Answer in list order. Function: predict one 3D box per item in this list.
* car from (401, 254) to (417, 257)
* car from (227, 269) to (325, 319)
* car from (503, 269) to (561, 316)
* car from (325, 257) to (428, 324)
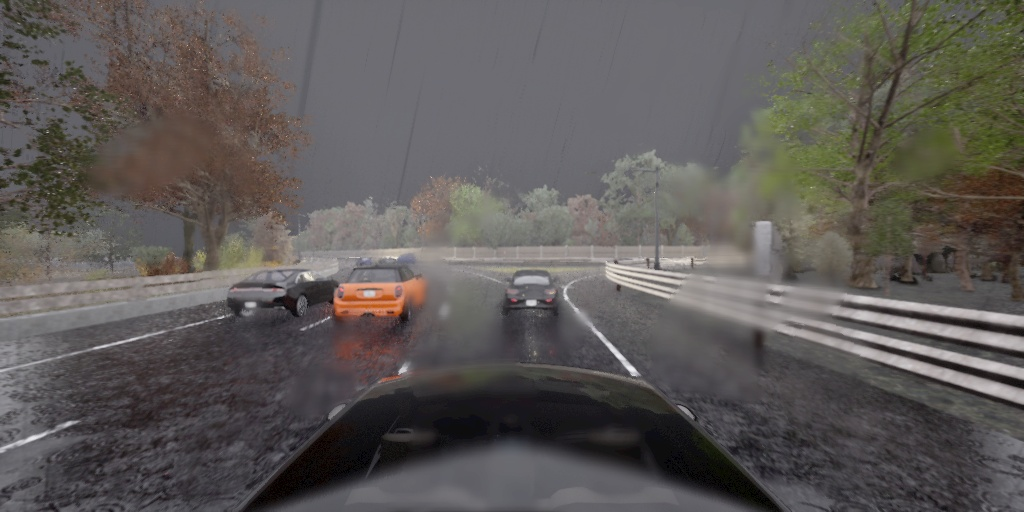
[{"bbox_3d":[-18.315,0.607,62.737,2.150,2.045,5.566,-1,1,-36],"label":"car"},{"bbox_3d":[-7.696,1.193,12.652,2.128,1.511,4.902,0,0,-6],"label":"car"},{"bbox_3d":[0.722,1.193,12.829,1.812,1.442,4.674,0,0,4],"label":"car"},{"bbox_3d":[-4.124,1.044,11.982,2.097,1.767,4.553,0,0,-6],"label":"car"}]
